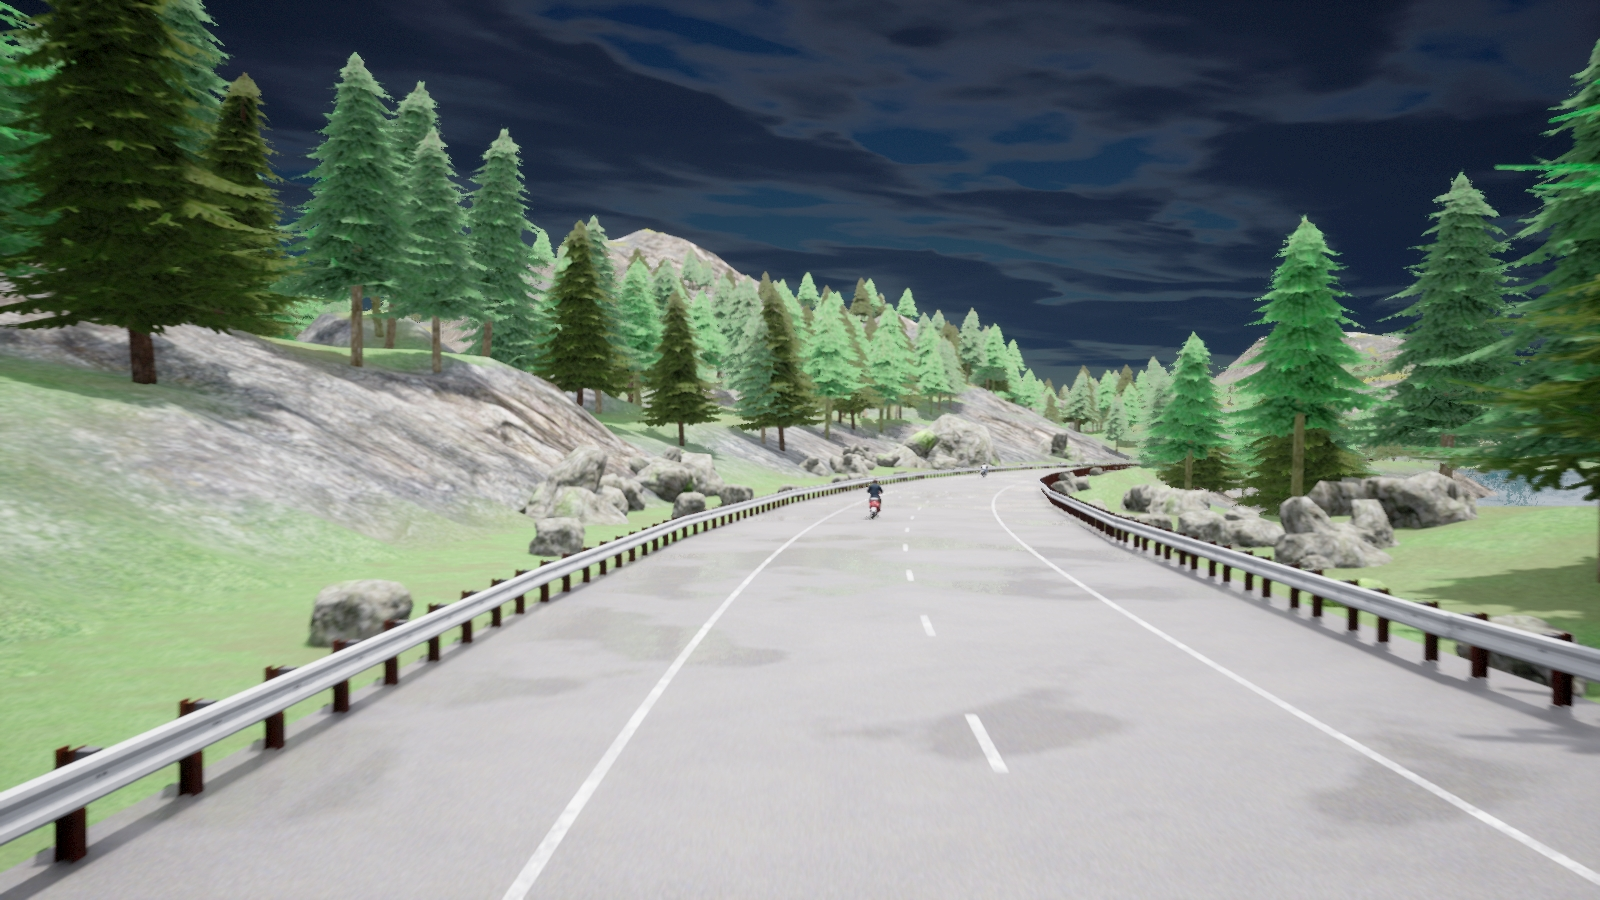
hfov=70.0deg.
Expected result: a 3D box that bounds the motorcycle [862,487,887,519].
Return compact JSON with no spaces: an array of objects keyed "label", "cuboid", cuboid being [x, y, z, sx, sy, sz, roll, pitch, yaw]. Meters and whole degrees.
[{"label":"motorcycle","cuboid":[3.096,2.183,47.308,0.856,1.236,1.805,1,0,8]}]
